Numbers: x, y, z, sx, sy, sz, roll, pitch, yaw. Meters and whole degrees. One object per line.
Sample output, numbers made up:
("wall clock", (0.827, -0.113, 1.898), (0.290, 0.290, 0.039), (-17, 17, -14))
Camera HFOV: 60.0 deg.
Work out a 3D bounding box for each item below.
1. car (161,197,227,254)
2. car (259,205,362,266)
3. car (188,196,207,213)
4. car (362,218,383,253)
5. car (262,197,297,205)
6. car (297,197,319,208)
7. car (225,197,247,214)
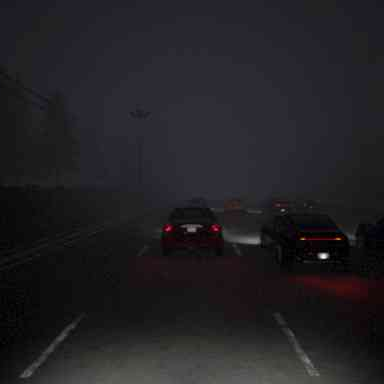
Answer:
("car", (0.048, 1.254, 13.091), (2.097, 1.767, 4.553), (0, 0, 1))
("car", (3.498, 1.400, 11.121), (1.837, 1.490, 4.892), (0, 0, 1))
("car", (0.567, 1.250, 34.020), (1.837, 1.490, 4.892), (0, 0, 1))
("car", (6.982, 1.357, 10.372), (1.882, 1.535, 5.008), (0, 0, 1))
("car", (7.455, 1.241, 29.441), (1.837, 1.490, 4.892), (0, 0, 1))
("car", (11.029, 1.214, 32.916), (1.812, 1.442, 4.674), (0, 0, 1))
("car", (4.007, 1.219, 31.588), (1.882, 1.535, 5.008), (0, 0, 1))
